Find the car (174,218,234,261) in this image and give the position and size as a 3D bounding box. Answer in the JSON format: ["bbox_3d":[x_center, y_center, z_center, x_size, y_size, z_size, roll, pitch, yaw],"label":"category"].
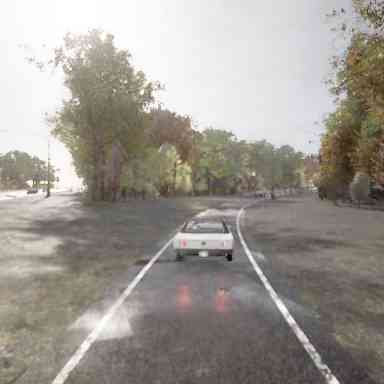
[{"bbox_3d":[0.521,1.604,12.375,1.895,1.301,4.718,0,0,4],"label":"car"}]

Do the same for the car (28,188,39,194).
[{"bbox_3d":[-35.412,-0.261,74.339,2.033,1.411,5.357,0,1,-17],"label":"car"}]

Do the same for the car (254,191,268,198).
[{"bbox_3d":[14.879,0.615,73.532,1.837,1.490,4.892,0,1,20],"label":"car"}]
